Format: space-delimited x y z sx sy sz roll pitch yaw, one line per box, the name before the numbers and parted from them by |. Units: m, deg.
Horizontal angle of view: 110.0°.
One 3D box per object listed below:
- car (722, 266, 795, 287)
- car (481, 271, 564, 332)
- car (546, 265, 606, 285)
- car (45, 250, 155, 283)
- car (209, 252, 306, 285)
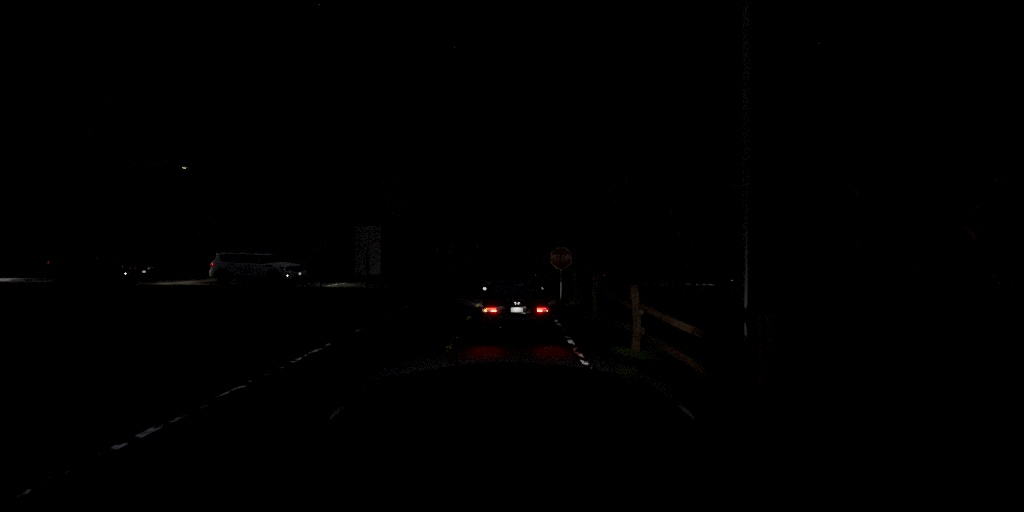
car | 18.110 1.477 26.460 4.892 1.490 1.837 1 0 0
car | 0.060 1.297 10.844 2.033 1.411 5.357 0 0 -1
car | 4.217 1.356 26.584 5.357 1.411 2.033 1 0 1
car | -27.340 0.656 23.914 5.566 2.045 2.150 1 0 -1
car | -16.816 0.789 23.816 5.566 2.045 2.150 1 0 1
